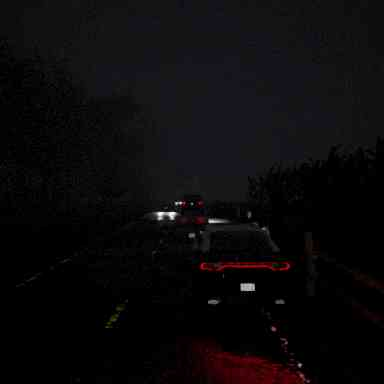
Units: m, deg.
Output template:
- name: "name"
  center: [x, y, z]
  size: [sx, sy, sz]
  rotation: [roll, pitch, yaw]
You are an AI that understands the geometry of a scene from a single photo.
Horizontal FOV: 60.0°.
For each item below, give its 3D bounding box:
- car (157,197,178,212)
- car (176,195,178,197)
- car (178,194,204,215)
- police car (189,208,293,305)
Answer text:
- name: "car"
  center: [-2.811, 1.558, 37.983]
  size: [1.994, 1.385, 4.181]
  rotation: [0, 0, 0]
- name: "car"
  center: [-2.868, 1.489, 75.250]
  size: [2.128, 1.511, 4.902]
  rotation: [0, 0, 0]
- name: "car"
  center: [0.009, 1.216, 33.882]
  size: [2.150, 2.045, 5.566]
  rotation: [0, 0, 0]
- name: "police car"
  center: [0.948, 1.423, 8.268]
  size: [1.930, 1.638, 5.238]
  rotation: [0, 0, 0]
